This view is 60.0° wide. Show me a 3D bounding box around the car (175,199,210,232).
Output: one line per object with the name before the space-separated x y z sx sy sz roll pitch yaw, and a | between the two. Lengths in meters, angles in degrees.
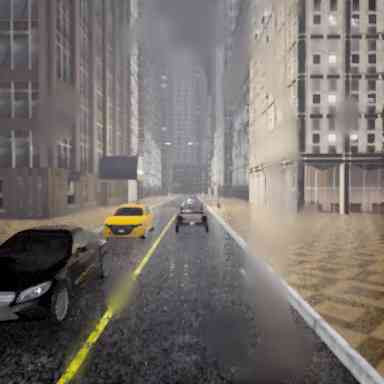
car | 0.021 1.377 19.263 2.128 1.511 4.902 0 0 0

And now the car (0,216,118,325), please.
car | -3.084 1.482 7.139 1.812 1.442 4.674 0 0 0

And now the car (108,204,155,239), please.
car | -3.020 1.378 16.758 1.882 1.535 5.008 0 0 0
